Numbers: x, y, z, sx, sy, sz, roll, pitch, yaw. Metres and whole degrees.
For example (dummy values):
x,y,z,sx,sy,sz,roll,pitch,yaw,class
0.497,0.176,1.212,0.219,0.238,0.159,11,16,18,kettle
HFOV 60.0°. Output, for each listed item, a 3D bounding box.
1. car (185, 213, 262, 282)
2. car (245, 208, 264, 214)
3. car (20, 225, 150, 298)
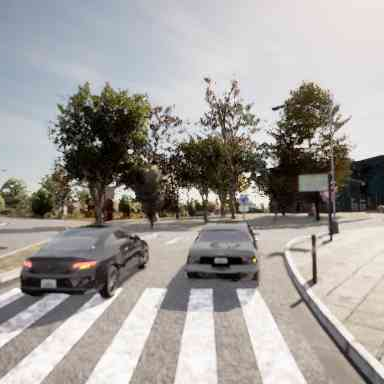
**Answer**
x,y,z,sx,sy,sz,roll,pitch,yaw,class
1.030,1.565,9.801,2.033,1.411,5.357,-1,0,9,car
13.521,4.181,72.412,1.837,1.490,4.892,3,-6,-34,car
-2.440,1.576,8.563,1.812,1.442,4.674,-1,0,7,car
